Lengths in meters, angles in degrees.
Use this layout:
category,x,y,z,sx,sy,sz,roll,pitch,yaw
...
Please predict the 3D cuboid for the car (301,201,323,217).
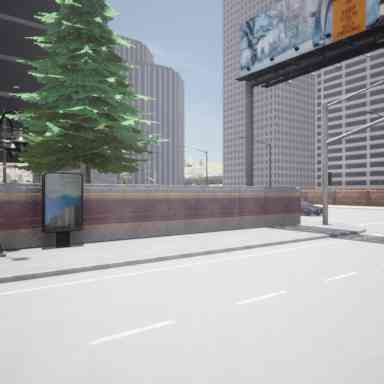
category,x,y,z,sx,sy,sz,roll,pitch,yaw
car,10.475,1.564,31.923,1.994,1.385,4.181,0,0,-35
